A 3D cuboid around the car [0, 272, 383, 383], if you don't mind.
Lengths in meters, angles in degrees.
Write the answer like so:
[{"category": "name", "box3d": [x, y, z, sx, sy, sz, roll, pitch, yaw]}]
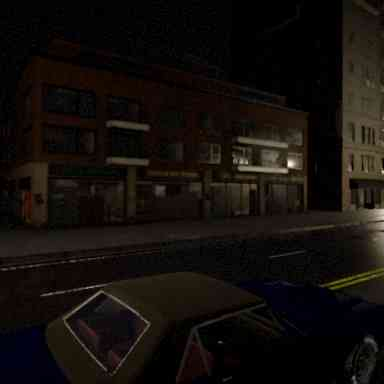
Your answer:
[{"category": "car", "box3d": [0.175, 1.601, 3.566, 4.718, 1.301, 1.895, 0, 0, -36]}]
